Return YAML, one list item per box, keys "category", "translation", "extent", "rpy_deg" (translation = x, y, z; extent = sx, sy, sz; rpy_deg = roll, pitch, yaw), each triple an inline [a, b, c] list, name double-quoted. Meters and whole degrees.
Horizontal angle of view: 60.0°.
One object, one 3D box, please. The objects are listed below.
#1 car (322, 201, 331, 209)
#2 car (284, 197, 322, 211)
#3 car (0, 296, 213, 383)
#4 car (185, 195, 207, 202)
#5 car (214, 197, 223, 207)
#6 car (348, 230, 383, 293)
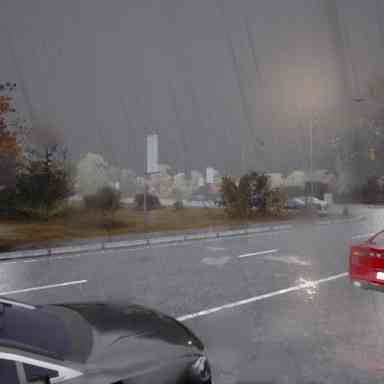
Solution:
- category: "car"
  translation: [13.882, 1.279, 39.131]
  extent: [1.812, 1.442, 4.674]
  rpy_deg: [-1, 0, -39]
- category: "car"
  translation: [11.095, 1.332, 36.979]
  extent: [2.033, 1.411, 5.357]
  rpy_deg: [-1, 0, -39]
- category: "car"
  translation: [-2.040, 1.492, 2.275]
  extent: [4.902, 1.511, 2.128]
  rpy_deg: [0, 0, -35]
- category: "car"
  translation: [0.812, 1.253, 66.932]
  extent: [2.033, 1.411, 5.357]
  rpy_deg: [-1, 0, -39]
- category: "car"
  translation: [5.041, 1.294, 44.534]
  extent: [1.837, 1.490, 4.892]
  rpy_deg: [-1, 0, -39]
- category: "car"
  translation: [5.678, 1.445, 7.787]
  extent: [5.008, 1.535, 1.882]
  rpy_deg: [0, 0, -35]
